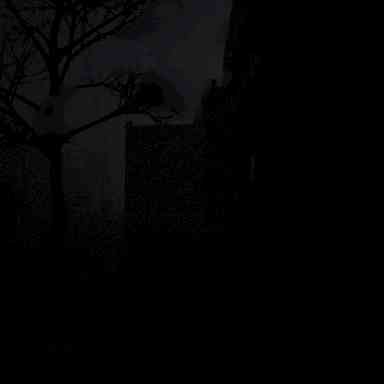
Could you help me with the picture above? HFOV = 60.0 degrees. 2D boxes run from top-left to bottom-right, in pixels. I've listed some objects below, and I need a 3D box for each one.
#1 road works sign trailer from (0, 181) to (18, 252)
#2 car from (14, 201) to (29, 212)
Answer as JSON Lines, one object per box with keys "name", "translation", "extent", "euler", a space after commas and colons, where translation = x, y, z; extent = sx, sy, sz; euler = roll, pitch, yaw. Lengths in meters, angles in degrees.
{"name": "road works sign trailer", "translation": [-7.729, 0.942, 10.845], "extent": [3.560, 2.380, 2.880], "euler": [-4, 2, -9]}
{"name": "car", "translation": [-19.945, 1.635, 36.852], "extent": [1.994, 1.385, 4.181], "euler": [1, 0, 5]}
